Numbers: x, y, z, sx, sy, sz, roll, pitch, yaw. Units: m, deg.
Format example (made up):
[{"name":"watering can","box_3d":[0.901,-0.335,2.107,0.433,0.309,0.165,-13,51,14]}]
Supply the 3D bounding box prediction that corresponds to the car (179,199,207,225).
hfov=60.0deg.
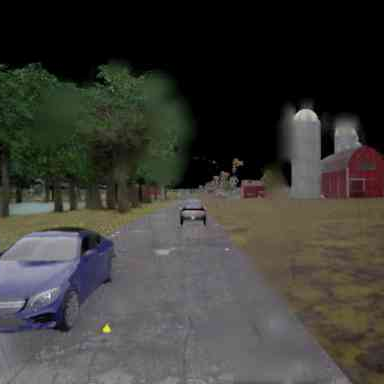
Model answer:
[{"name":"car","box_3d":[0.082,1.528,24.705,2.128,1.511,4.902,0,0,0]}]

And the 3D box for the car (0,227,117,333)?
[{"name":"car","box_3d":[-2.847,1.521,6.970,1.812,1.442,4.674,0,0,0]}]

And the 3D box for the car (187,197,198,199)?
[{"name":"car","box_3d":[0.080,1.453,42.151,2.097,1.767,4.553,0,0,0]}]
